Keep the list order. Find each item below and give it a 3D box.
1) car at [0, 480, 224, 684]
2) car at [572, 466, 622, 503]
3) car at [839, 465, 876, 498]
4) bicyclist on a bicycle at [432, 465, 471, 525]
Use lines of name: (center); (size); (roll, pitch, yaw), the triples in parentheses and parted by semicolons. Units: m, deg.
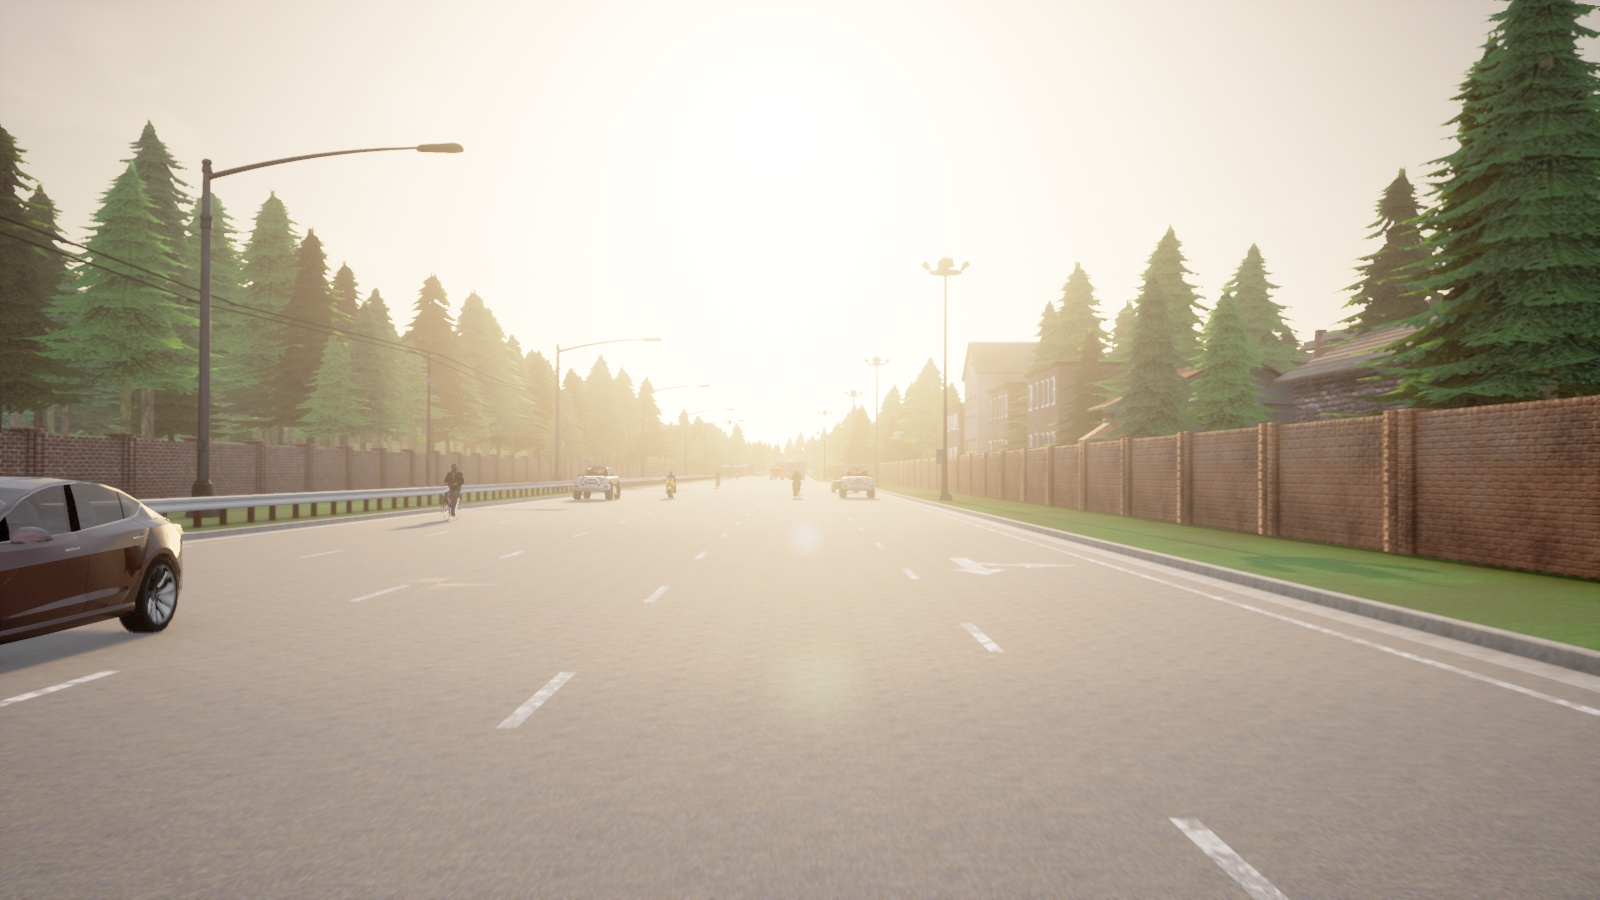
car: (-7.026, 1.019, 10.567); (2.163, 1.488, 4.792); (0, -1, 0)
car: (-10.664, 1.784, 66.304); (1.932, 1.855, 4.605); (0, -1, 0)
car: (3.319, 1.840, 72.988); (1.932, 1.855, 4.605); (0, -1, 0)
bicyclist on a bicycle: (-10.563, 1.366, 38.122); (0.659, 1.776, 1.843); (0, -1, 1)
